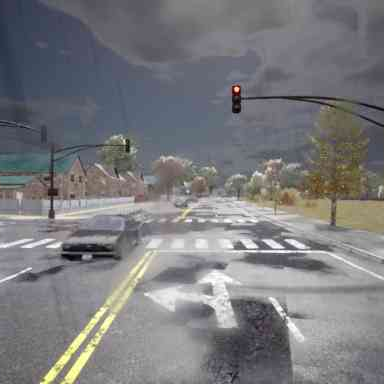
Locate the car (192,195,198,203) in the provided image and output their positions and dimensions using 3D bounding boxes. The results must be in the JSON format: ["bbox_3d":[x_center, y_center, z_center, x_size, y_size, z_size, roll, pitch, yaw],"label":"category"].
[{"bbox_3d":[0.215,1.463,74.508,2.097,1.767,4.553,0,0,5],"label":"car"}]

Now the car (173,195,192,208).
[{"bbox_3d":[-1.650,1.571,48.987,2.128,1.511,4.902,0,0,3],"label":"car"}]

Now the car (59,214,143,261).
[{"bbox_3d":[-3.088,1.557,12.594,2.033,1.411,5.357,0,0,1],"label":"car"}]
